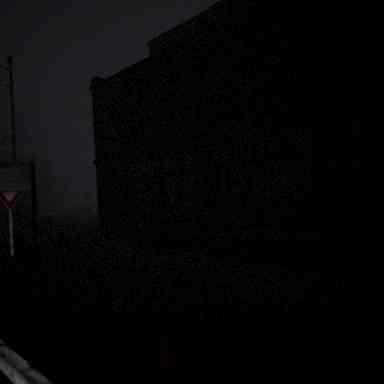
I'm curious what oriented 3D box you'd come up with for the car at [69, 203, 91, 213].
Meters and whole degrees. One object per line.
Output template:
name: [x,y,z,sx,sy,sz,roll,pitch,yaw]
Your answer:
car: [-17.987,2.508,53.485,1.882,1.535,5.008,-4,0,7]
